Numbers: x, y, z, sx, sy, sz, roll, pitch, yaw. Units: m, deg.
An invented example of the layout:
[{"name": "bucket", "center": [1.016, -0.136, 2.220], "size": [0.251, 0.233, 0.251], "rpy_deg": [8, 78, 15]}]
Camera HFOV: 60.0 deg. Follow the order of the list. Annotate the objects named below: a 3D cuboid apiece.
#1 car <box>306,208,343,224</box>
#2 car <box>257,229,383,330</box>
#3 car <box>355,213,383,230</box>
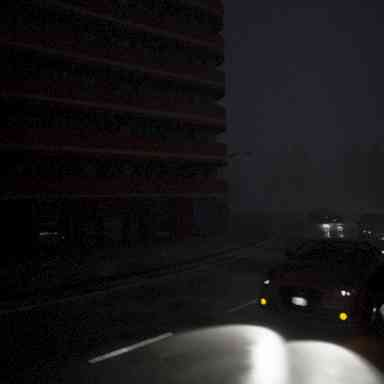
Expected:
[{"name": "car", "center": [13.231, 2.367, 33.570], "size": [2.033, 1.411, 5.357], "rpy_deg": [-1, -2, 0]}, {"name": "car", "center": [3.151, 1.752, 7.388], "size": [1.994, 1.385, 4.181], "rpy_deg": [-3, -3, 40]}, {"name": "car", "center": [9.475, 1.839, 16.888], "size": [2.128, 1.511, 4.902], "rpy_deg": [-2, -2, 24]}]
